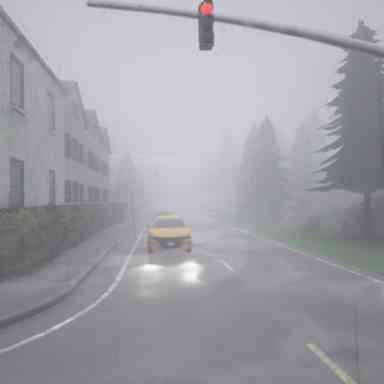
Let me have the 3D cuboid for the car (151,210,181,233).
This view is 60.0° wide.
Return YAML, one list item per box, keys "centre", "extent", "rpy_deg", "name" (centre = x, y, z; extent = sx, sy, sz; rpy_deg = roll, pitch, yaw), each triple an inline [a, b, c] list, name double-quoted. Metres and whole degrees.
- centre: [-2.086, 2.218, 26.144]
  extent: [2.033, 1.411, 5.357]
  rpy_deg: [-1, -1, -6]
  name: "car"

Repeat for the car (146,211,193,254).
- centre: [-1.089, 1.885, 15.840]
  extent: [1.882, 1.535, 5.008]
  rpy_deg: [-1, -1, -6]
  name: "car"
